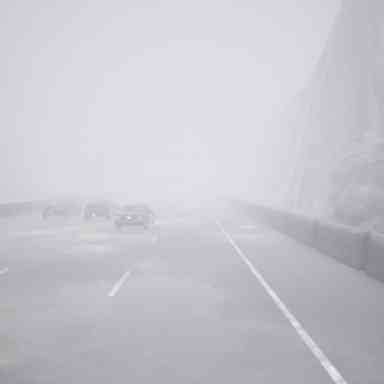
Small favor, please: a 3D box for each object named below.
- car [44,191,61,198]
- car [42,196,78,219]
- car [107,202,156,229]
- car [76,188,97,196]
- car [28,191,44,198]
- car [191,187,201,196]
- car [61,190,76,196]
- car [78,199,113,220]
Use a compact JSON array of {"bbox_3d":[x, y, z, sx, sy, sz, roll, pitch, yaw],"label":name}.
[{"bbox_3d":[-28.013,0.518,68.400,1.994,1.385,4.181,0,2,0],"label":"car"},{"bbox_3d":[-10.405,1.333,26.788,1.812,1.442,4.674,0,1,0],"label":"car"},{"bbox_3d":[-3.404,1.424,20.455,2.033,1.411,5.357,0,1,0],"label":"car"},{"bbox_3d":[-21.013,0.233,67.530,2.150,2.045,5.566,0,2,0],"label":"car"},{"bbox_3d":[-31.513,0.560,67.567,1.994,1.385,4.181,0,2,0],"label":"car"},{"bbox_3d":[1.209,0.111,80.429,1.882,1.535,5.008,0,2,0],"label":"car"},{"bbox_3d":[-24.513,0.465,68.399,1.837,1.490,4.892,0,2,0],"label":"car"},{"bbox_3d":[-6.905,1.324,25.819,1.837,1.490,4.892,0,1,0],"label":"car"}]
